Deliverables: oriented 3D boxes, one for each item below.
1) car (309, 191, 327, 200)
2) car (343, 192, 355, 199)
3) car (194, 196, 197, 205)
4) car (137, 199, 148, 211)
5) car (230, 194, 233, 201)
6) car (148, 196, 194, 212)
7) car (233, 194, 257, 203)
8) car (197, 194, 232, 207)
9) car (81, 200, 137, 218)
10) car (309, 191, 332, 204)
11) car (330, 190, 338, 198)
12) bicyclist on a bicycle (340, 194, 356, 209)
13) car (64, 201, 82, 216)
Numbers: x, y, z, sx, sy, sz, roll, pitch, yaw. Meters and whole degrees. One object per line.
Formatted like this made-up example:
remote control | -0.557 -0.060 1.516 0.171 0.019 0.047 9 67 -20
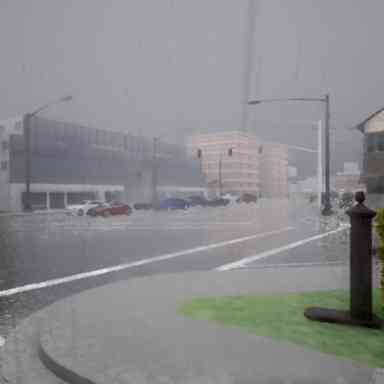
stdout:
car | 23.225 0.680 61.291 1.882 1.535 5.008 0 0 35
car | 32.121 0.749 67.865 1.812 1.442 4.674 0 -1 35
car | 0.328 1.266 47.129 1.812 1.442 4.674 0 1 35
car | -4.878 1.511 39.722 1.895 1.301 4.718 0 1 35
car | 6.072 0.993 55.264 1.812 1.442 4.674 0 2 35
car | -2.261 1.391 37.350 1.882 1.535 5.008 0 1 35
car | 8.843 0.994 53.138 1.812 1.442 4.674 0 2 35
car | 3.101 1.341 44.987 1.895 1.301 4.718 0 1 35
car | -7.396 1.541 30.048 1.994 1.385 4.181 0 0 35
car | 18.474 0.940 48.239 1.812 1.442 4.674 0 1 35
car | 29.206 0.413 69.806 2.097 1.767 4.553 0 -1 35
bicyclist on a bicycle | 16.753 1.017 35.741 1.656 1.620 0.582 0 1 35
car | -10.118 1.507 32.285 1.812 1.442 4.674 0 0 33
